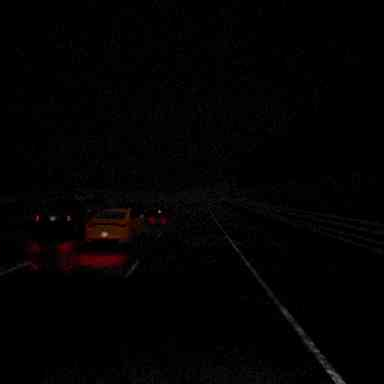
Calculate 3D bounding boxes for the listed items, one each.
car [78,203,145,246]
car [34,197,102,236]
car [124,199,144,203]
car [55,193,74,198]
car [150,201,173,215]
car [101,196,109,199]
[{"bbox_3d":[-3.365,1.488,15.340,1.882,1.535,5.008,0,0,0],"label":"car"},{"bbox_3d":[-6.836,1.363,18.492,2.097,1.767,4.553,0,0,1],"label":"car"},{"bbox_3d":[-6.515,1.501,37.153,1.882,1.535,5.008,0,0,1],"label":"car"},{"bbox_3d":[-23.330,1.291,60.735,2.150,2.045,5.566,0,0,3],"label":"car"},{"bbox_3d":[-3.079,1.624,34.559,1.895,1.301,4.718,0,0,1],"label":"car"},{"bbox_3d":[-16.297,1.577,61.491,2.128,1.511,4.902,0,0,3],"label":"car"}]
